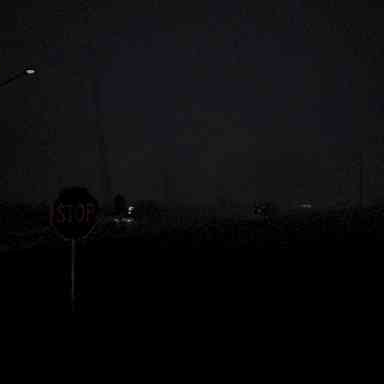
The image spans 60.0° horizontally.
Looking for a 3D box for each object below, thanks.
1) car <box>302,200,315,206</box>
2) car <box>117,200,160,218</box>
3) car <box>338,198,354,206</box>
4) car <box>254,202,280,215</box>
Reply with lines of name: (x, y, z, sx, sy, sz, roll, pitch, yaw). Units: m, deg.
car: (27.694, 2.487, 79.043, 1.994, 1.385, 4.181, 1, 0, 36)
car: (-5.297, 1.578, 33.403, 2.097, 1.767, 4.553, 1, -1, 36)
car: (35.849, 2.589, 78.377, 2.128, 1.511, 4.902, 1, 0, 36)
car: (9.490, 2.048, 41.912, 1.837, 1.490, 4.892, 1, 0, 36)
